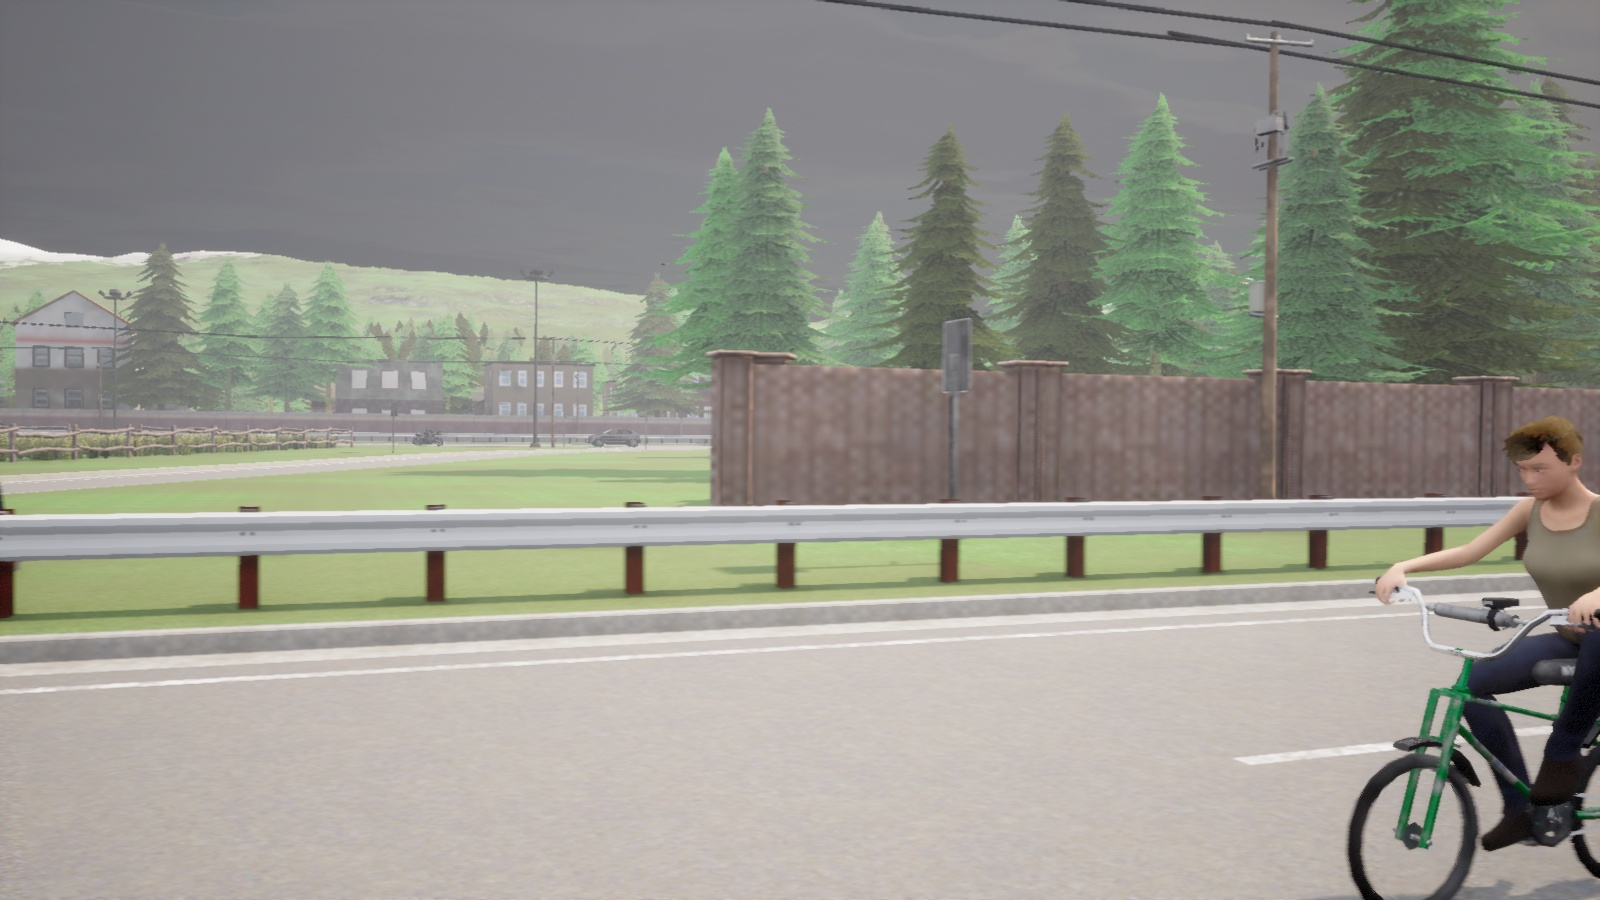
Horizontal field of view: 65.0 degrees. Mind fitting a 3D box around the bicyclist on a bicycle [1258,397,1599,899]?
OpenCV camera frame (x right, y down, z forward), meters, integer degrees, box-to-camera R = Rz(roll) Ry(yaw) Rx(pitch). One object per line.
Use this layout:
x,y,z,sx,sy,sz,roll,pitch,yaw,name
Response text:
2.430,0.641,4.161,1.509,1.612,0.866,-1,1,-21,bicyclist on a bicycle
